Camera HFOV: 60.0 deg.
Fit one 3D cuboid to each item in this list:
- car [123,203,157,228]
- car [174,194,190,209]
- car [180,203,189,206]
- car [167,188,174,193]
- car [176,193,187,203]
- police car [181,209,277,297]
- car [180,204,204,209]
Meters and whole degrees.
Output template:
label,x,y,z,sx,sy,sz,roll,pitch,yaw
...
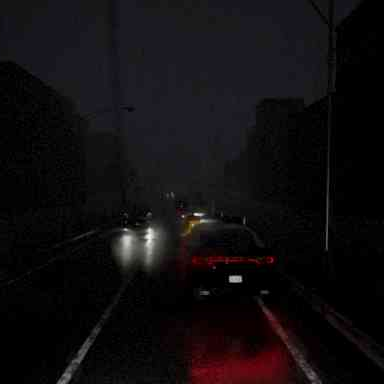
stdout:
label,x,y,z,sx,sy,sz,roll,pitch,yaw
car,-3.810,1.630,24.929,2.097,1.767,4.553,0,0,-2
car,-1.404,1.528,45.555,1.837,1.490,4.892,0,2,-2
car,0.200,1.796,24.786,1.812,1.442,4.674,0,0,-2
car,-6.111,-0.401,94.686,1.812,1.442,4.674,0,2,-2
car,-1.887,1.052,59.198,1.994,1.385,4.181,0,3,-2
police car,0.744,1.475,8.875,1.930,1.638,5.238,0,-1,-2
car,0.400,1.669,18.975,1.801,1.575,5.366,0,-1,-2
